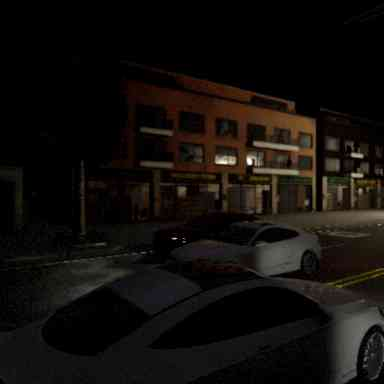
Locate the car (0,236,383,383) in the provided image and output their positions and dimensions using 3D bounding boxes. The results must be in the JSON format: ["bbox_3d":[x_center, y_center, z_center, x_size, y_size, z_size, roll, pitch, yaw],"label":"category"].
[{"bbox_3d":[0.332,1.524,3.674,4.674,1.442,1.812,0,0,-36],"label":"car"}]

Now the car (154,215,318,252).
[{"bbox_3d":[1.537,1.521,8.771,4.674,1.442,1.812,0,0,-35],"label":"car"}]

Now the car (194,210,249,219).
[{"bbox_3d":[0.967,1.472,12.357,5.008,1.535,1.882,0,0,-35],"label":"car"}]
